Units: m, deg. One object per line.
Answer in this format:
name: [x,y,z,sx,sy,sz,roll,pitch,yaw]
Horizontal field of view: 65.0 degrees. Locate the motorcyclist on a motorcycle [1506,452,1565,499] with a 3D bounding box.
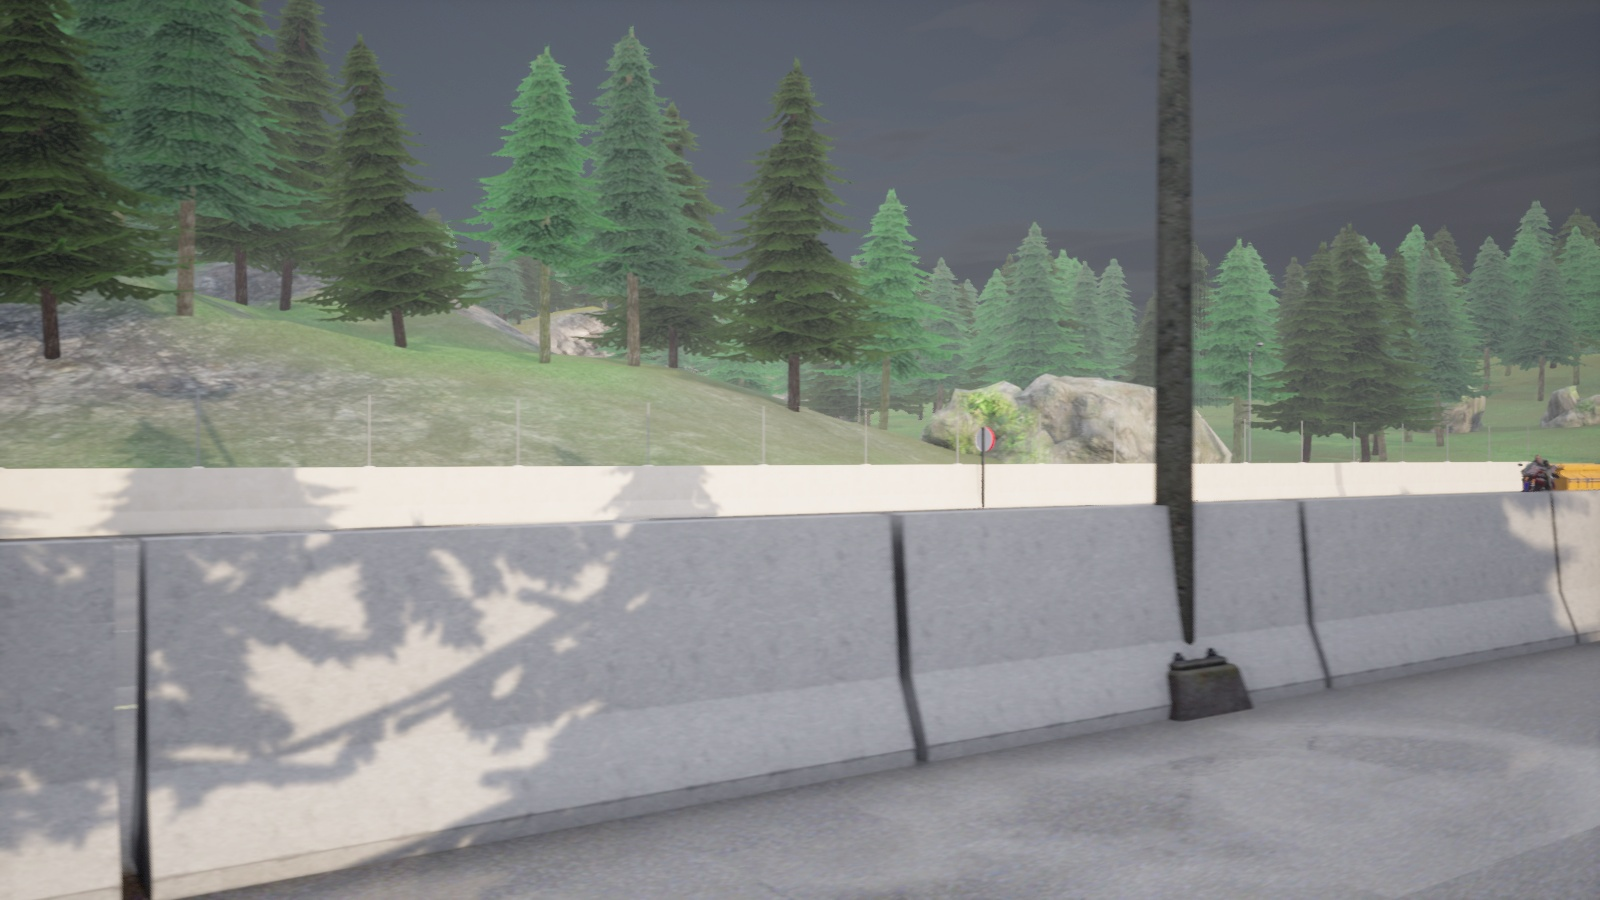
motorcyclist on a motorcycle: [24.730,0.831,42.193,2.191,1.530,0.866,0,0,-35]
